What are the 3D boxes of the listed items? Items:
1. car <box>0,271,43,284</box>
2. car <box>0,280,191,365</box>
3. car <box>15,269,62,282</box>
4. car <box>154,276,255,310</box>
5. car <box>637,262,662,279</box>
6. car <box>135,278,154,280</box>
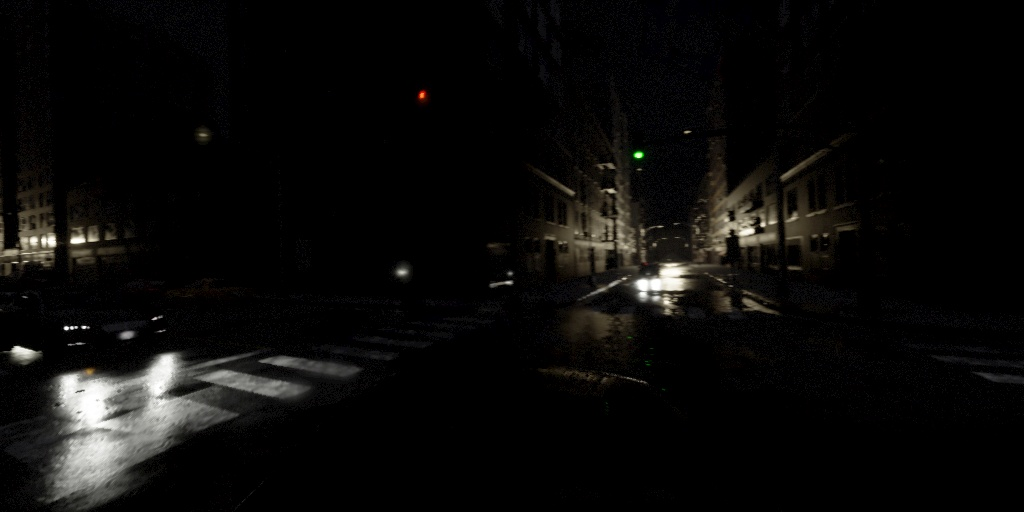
[{"bbox_3d":[-18.884,1.537,12.392,4.553,1.767,2.097,-1,0,24],"label":"car"},{"bbox_3d":[-10.549,1.492,8.736,4.902,1.511,2.128,-1,0,24],"label":"car"},{"bbox_3d":[-33.966,1.871,25.296,5.009,1.841,2.192,0,0,24],"label":"car"},{"bbox_3d":[-14.038,1.616,16.571,4.829,1.417,1.751,0,0,24],"label":"car"},{"bbox_3d":[12.866,1.298,33.510,2.128,1.511,4.902,-2,-1,24],"label":"car"},{"bbox_3d":[-18.903,1.786,18.701,4.207,1.307,1.802,0,0,24],"label":"car"}]
